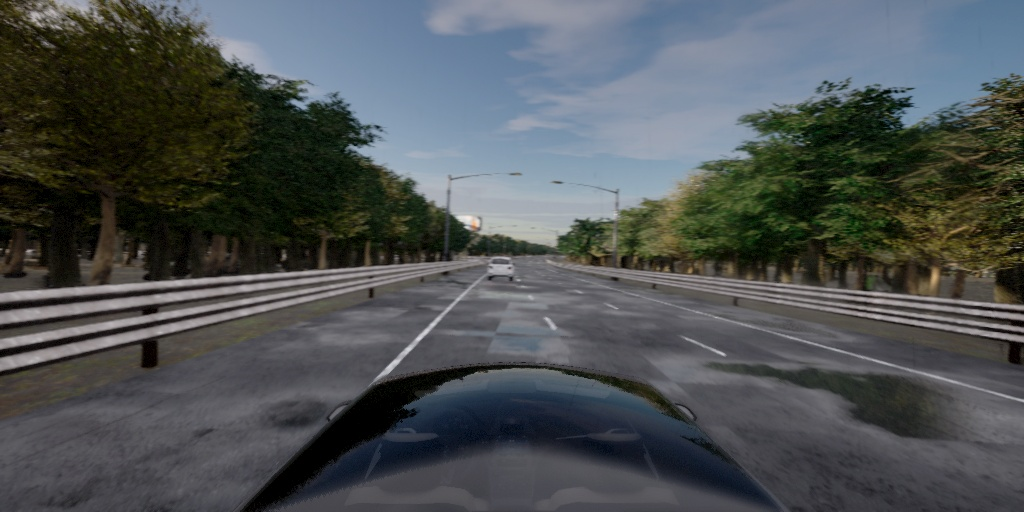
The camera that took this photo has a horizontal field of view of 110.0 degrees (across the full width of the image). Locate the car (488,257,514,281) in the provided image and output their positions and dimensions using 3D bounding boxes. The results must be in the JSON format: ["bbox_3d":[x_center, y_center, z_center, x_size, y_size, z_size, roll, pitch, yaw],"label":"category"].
[{"bbox_3d":[-1.002,1.145,32.567,2.150,2.045,5.566,2,0,-1],"label":"car"}]
